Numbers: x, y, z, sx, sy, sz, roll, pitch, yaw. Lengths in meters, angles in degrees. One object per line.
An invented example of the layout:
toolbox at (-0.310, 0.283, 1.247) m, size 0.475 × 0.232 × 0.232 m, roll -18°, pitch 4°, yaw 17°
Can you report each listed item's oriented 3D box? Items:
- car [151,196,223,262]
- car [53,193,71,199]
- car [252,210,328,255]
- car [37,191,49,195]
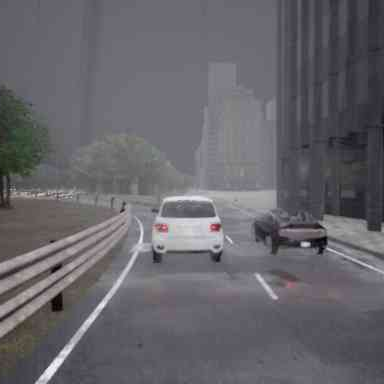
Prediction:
car at (-0.289, 1.165, 12.080) m, size 2.150 × 2.045 × 5.566 m, roll 0°, pitch 0°, yaw -5°
car at (-27.017, 0.809, 68.973) m, size 4.718 × 1.301 × 1.895 m, roll 1°, pitch 2°, yaw 44°
car at (3.580, 1.428, 12.915) m, size 2.128 × 1.511 × 4.902 m, roll 0°, pitch 0°, yaw 0°
car at (-34.121, 0.431, 76.308) m, size 2.033 × 1.411 × 5.357 m, roll -1°, pitch 2°, yaw -39°
